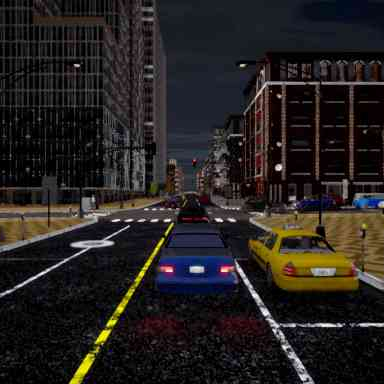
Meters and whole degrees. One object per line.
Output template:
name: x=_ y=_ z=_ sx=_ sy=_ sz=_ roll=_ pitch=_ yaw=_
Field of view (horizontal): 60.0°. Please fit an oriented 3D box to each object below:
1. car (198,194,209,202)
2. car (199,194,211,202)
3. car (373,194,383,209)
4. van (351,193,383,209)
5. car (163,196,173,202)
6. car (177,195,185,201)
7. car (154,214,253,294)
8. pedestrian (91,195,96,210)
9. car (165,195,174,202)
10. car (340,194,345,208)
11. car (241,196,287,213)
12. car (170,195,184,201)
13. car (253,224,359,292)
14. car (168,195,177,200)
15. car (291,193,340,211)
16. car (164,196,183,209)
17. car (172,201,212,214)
car: x=2.532 y=1.320 z=74.630 sx=2.192 sy=1.841 sz=5.009 roll=0 pitch=0 yaw=0
car: x=2.537 y=1.318 z=63.445 sx=2.192 sy=1.841 sz=5.009 roll=0 pitch=0 yaw=0
car: x=23.072 y=1.213 z=36.628 sx=4.674 sy=1.442 sz=1.812 roll=-1 pitch=0 yaw=0
van: x=20.953 y=1.050 z=39.056 sx=3.998 sy=1.788 sz=1.690 roll=-1 pitch=1 yaw=-1
car: x=-5.348 y=1.555 z=74.627 sx=2.008 sy=1.369 sz=4.403 roll=0 pitch=0 yaw=0
car: x=-2.786 y=1.439 z=82.577 sx=1.882 sy=1.535 sz=5.008 roll=0 pitch=0 yaw=0
car: x=0.093 y=1.547 z=8.945 sx=2.033 sy=1.411 sz=5.357 roll=0 pitch=0 yaw=0
pedestrian: x=-12.366 y=1.270 z=41.628 sx=0.375 sy=1.860 sz=0.375 roll=0 pitch=1 yaw=-1
car: x=-5.351 y=1.550 z=80.220 sx=1.887 sy=1.381 sz=4.507 roll=0 pitch=0 yaw=0
car: x=15.297 y=1.094 z=38.994 sx=5.009 sy=1.841 sz=2.192 roll=-1 pitch=1 yaw=-1
car: x=7.322 y=1.242 z=33.972 sx=4.553 sy=1.767 sz=2.097 roll=-1 pitch=0 yaw=14
car: x=-2.860 y=1.493 z=56.338 sx=2.128 sy=1.511 sz=4.902 roll=0 pitch=0 yaw=0
car: x=2.560 y=1.525 z=8.798 sx=1.752 sy=1.417 sz=4.829 roll=0 pitch=0 yaw=0
car: x=-5.355 y=1.558 z=91.406 sx=2.008 sy=1.369 sz=4.403 roll=0 pitch=0 yaw=0
car: x=13.270 y=1.162 z=36.492 sx=4.553 sy=1.767 sz=2.097 roll=-1 pitch=0 yaw=-1
car: x=-2.631 y=1.564 z=44.870 sx=1.994 sy=1.385 sz=4.181 roll=0 pitch=0 yaw=-4
car: x=0.075 y=1.505 z=18.687 sx=1.837 sy=1.490 sz=4.892 roll=0 pitch=0 yaw=0
